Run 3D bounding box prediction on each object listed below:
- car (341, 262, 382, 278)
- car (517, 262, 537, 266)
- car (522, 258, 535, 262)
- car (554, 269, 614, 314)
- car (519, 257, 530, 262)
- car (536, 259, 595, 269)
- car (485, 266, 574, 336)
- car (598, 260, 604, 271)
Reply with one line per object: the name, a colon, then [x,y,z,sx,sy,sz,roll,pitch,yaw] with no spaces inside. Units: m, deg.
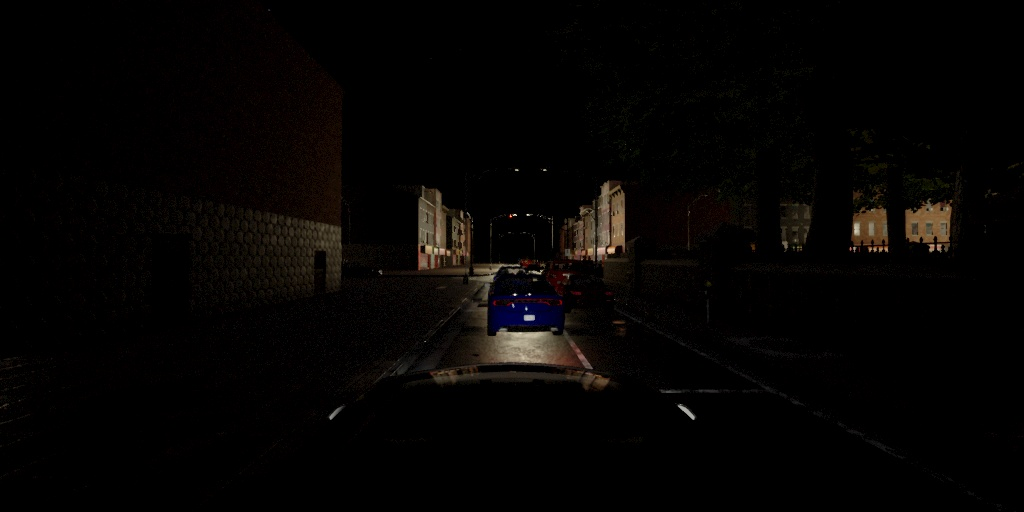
car: [-13.608,1.228,30.567,4.902,1.511,2.128,0,-1,0]
car: [0.066,1.236,18.048,1.882,1.535,5.008,0,0,1]
car: [2.628,1.349,45.433,1.888,1.381,4.507,0,0,0]
car: [2.635,1.336,13.555,1.802,1.307,4.207,0,0,0]
car: [2.624,1.394,61.744,1.888,1.381,4.507,0,0,0]
car: [2.634,1.074,19.004,2.192,1.841,5.009,0,0,0]
car: [0.226,1.230,10.485,1.882,1.535,5.008,0,0,-4]
car: [7.199,1.126,30.643,4.553,1.767,2.097,0,-1,0]
